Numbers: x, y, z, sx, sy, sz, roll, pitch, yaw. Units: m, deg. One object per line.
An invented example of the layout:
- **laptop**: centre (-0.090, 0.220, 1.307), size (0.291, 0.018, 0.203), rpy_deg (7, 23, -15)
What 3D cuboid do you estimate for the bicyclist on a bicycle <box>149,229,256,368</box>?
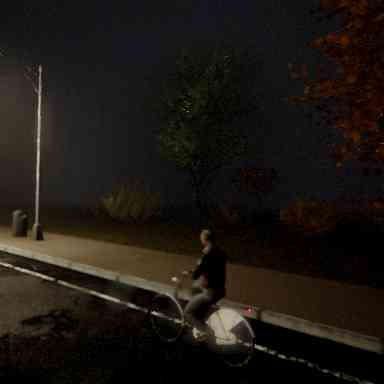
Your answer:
- **bicyclist on a bicycle**: centre (0.052, 1.393, 4.676), size (1.843, 1.776, 0.659), rpy_deg (1, 0, 38)
